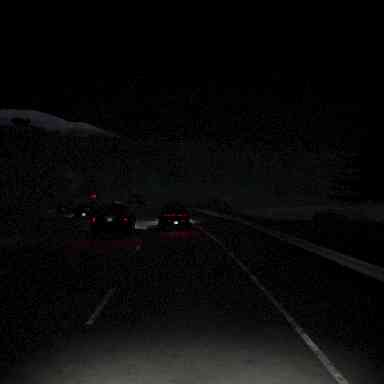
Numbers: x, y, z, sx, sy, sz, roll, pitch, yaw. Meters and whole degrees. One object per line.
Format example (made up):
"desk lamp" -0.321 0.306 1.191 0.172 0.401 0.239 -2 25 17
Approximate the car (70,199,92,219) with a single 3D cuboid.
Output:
"car" -9.891 1.692 31.270 1.837 1.490 4.892 0 0 -12

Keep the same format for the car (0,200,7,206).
"car" -31.424 2.004 54.112 1.882 1.535 5.008 -1 0 -21

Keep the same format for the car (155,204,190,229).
"car" -1.289 1.555 22.110 1.837 1.490 4.892 0 0 -8

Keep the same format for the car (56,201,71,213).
"car" -15.924 1.814 41.684 1.812 1.442 4.674 0 0 -16

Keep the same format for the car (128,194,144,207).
"car" -9.654 1.441 56.897 2.150 2.045 5.566 0 0 -21

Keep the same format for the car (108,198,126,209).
"car" -11.597 1.731 51.267 2.128 1.511 4.902 -1 0 -19

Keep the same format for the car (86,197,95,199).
"car" -17.387 1.682 56.973 2.097 1.767 4.553 -1 0 -21

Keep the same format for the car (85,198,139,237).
"car" -4.396 1.441 18.963 2.097 1.767 4.553 -1 0 -6
